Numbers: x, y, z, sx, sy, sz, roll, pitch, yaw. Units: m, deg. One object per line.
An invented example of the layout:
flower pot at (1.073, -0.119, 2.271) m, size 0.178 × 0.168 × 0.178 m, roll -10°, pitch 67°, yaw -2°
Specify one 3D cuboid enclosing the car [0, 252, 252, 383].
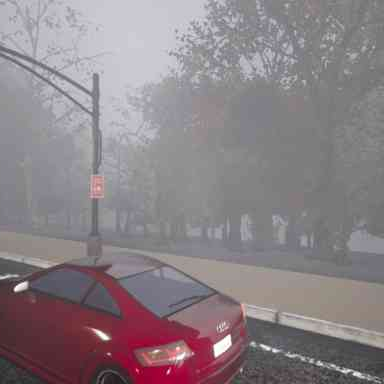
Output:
car at (-1.314, 1.563, 4.618) m, size 4.181 × 1.385 × 1.994 m, roll 0°, pitch 0°, yaw 35°
